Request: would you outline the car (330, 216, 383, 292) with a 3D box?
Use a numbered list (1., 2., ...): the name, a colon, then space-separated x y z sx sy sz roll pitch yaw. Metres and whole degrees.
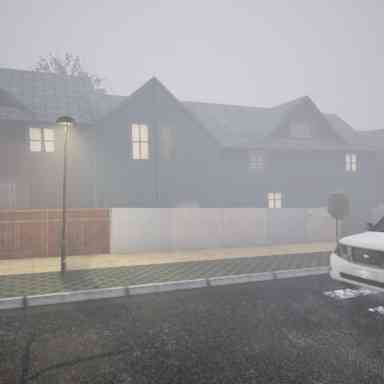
1. car: 5.923 1.382 8.218 5.566 2.045 2.150 1 0 -30
